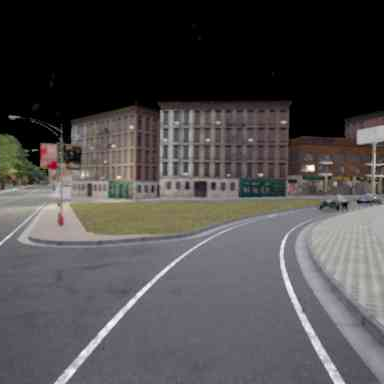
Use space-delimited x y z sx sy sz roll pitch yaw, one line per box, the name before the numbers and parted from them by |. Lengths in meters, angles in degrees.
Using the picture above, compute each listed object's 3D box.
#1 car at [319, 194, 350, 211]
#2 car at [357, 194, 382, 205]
car | 15.772 1.007 36.644 2.097 1.767 4.553 2 2 40
car | 24.324 0.944 45.542 4.181 1.385 1.994 -2 3 -39
